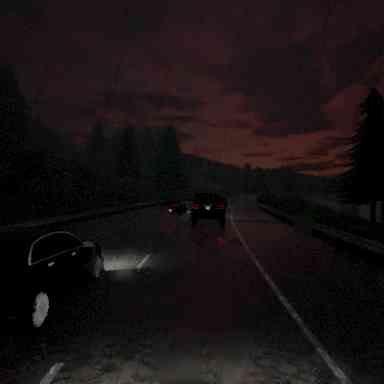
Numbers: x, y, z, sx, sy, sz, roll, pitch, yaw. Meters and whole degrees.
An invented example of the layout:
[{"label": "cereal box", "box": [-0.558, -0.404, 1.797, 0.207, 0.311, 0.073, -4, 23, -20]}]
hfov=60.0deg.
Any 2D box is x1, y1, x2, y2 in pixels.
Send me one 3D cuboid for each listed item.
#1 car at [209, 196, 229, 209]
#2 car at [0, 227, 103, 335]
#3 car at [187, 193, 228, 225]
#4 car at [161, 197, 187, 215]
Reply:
[{"label": "car", "box": [3.447, 1.229, 41.348, 2.033, 1.411, 5.357, 0, 0, 9]}, {"label": "car", "box": [-3.236, 1.450, 6.615, 1.837, 1.490, 4.892, 0, 0, 2]}, {"label": "car", "box": [1.185, 1.045, 22.693, 2.150, 2.045, 5.566, 0, 0, 5]}, {"label": "car", "box": [-1.557, 1.267, 30.312, 1.837, 1.490, 4.892, 0, 0, 6]}]
